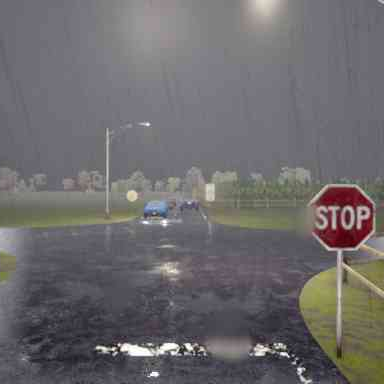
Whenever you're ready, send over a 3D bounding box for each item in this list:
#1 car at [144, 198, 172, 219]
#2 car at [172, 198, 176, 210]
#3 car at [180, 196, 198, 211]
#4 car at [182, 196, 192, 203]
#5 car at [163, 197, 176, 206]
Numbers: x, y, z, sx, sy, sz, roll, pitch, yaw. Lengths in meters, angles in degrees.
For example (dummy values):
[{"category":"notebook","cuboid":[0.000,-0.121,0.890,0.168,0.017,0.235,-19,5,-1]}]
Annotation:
[{"category":"car","cuboid":[-3.082,1.462,29.265,1.882,1.535,5.008,0,0,-1]},{"category":"car","cuboid":[-3.310,1.518,42.320,2.033,1.411,5.357,0,0,-1]},{"category":"car","cuboid":[-0.333,1.324,40.794,2.097,1.767,4.553,0,0,-1]},{"category":"car","cuboid":[-1.069,1.504,66.378,1.994,1.385,4.181,0,0,-1]},{"category":"car","cuboid":[-3.539,1.559,53.465,1.895,1.301,4.718,0,0,-1]}]
